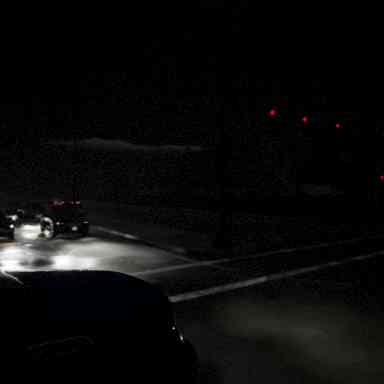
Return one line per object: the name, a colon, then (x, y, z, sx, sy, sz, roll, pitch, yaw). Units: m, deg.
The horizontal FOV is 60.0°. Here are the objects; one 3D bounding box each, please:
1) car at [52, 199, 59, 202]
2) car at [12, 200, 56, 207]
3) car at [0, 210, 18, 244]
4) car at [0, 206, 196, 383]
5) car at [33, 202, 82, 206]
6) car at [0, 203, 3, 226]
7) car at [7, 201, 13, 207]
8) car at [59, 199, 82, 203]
car: (-23.335, 1.841, 57.240, 1.895, 1.301, 4.718, 1, 0, -34)
car: (-13.061, 1.594, 27.319, 2.128, 1.511, 4.902, 1, 0, -34)
car: (-10.037, 1.649, 16.589, 1.895, 1.301, 4.718, 1, 0, -34)
car: (-2.602, 1.220, 2.229, 5.566, 2.045, 2.150, 1, 0, -36)
car: (-7.242, 1.572, 18.707, 2.128, 1.511, 4.902, 1, 0, -34)
car: (-15.220, 1.558, 24.262, 2.128, 1.511, 4.902, 1, 0, -34)
car: (-18.964, 1.671, 36.089, 2.033, 1.411, 5.357, 1, 0, -34)
car: (-17.456, 1.711, 48.588, 2.128, 1.511, 4.902, 1, 0, -34)
